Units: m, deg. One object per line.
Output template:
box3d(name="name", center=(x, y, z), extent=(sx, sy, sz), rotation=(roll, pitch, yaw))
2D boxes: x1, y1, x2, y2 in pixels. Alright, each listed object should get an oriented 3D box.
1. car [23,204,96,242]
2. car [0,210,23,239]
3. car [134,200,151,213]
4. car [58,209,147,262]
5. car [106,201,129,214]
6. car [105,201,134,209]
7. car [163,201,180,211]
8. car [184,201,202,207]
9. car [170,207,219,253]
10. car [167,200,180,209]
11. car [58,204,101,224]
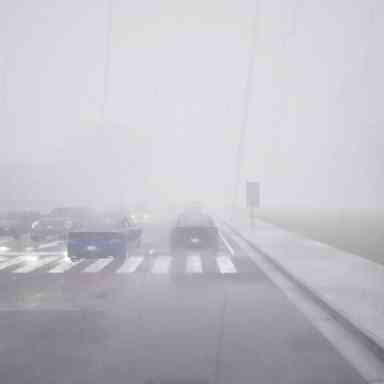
box3d(name="car", center=(-6.592, 1.551, 17.550), extent=(2.097, 1.767, 4.553), rotation=(0, -1, 0))
box3d(name="car", center=(-9.842, 1.763, 18.981), extent=(2.033, 1.411, 5.357), rotation=(0, -1, 0))
box3d(name="car", center=(-6.560, 1.831, 43.262), extent=(2.097, 1.767, 4.553), rotation=(0, -1, 0))
box3d(name="car", center=(-3.145, 1.625, 12.861), extent=(1.882, 1.535, 5.008), rotation=(0, -1, 0))
box3d(name="car", center=(-9.816, 1.993, 44.091), extent=(1.837, 1.490, 4.892), rotation=(0, -1, 0))
box3d(name="car", center=(-6.587, 1.798, 28.703), extent=(1.882, 1.535, 5.008), rotation=(0, -1, 0))
box3d(name="car", center=(-3.241, 2.089, 49.021), extent=(2.033, 1.411, 5.357), rotation=(0, -1, 0))
box3d(name="car", center=(0.108, 1.771, 37.807), extent=(2.097, 1.767, 4.553), rotation=(0, -1, 0))
box3d(name="car", center=(0.103, 1.644, 14.581), extent=(1.882, 1.535, 5.008), rotation=(0, -1, 0))
box3d(name="car", center=(-3.240, 2.219, 59.441), extent=(1.994, 1.385, 4.181), rotation=(0, -1, 0))
box3d(name="car", center=(-9.836, 1.877, 29.576), extent=(2.033, 1.411, 5.357), rotation=(0, -1, 0))
